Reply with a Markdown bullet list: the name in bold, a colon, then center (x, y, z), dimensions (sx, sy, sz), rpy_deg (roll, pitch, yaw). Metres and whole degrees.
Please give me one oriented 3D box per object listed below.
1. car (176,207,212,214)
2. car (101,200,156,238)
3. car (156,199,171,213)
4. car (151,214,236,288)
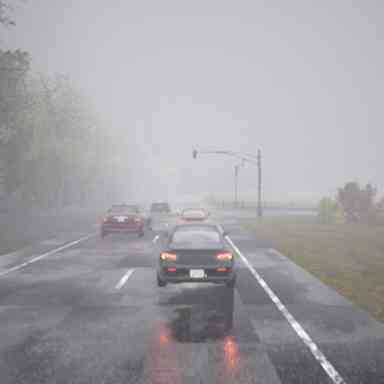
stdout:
- **car**: center (0.104, 1.548, 18.063), dimensions (1.812, 1.442, 4.674), rpy_deg (0, 0, 0)
- **car**: center (-3.399, 1.374, 18.110), dimensions (2.097, 1.767, 4.553), rpy_deg (0, 0, 0)
- **car**: center (-3.400, 1.520, 37.231), dimensions (1.882, 1.535, 5.008), rpy_deg (0, 0, 0)
- **car**: center (0.101, 1.537, 9.190), dimensions (1.812, 1.442, 4.674), rpy_deg (0, 0, 0)
